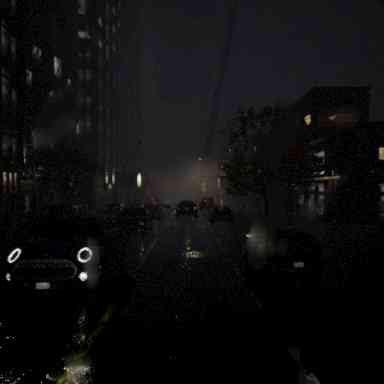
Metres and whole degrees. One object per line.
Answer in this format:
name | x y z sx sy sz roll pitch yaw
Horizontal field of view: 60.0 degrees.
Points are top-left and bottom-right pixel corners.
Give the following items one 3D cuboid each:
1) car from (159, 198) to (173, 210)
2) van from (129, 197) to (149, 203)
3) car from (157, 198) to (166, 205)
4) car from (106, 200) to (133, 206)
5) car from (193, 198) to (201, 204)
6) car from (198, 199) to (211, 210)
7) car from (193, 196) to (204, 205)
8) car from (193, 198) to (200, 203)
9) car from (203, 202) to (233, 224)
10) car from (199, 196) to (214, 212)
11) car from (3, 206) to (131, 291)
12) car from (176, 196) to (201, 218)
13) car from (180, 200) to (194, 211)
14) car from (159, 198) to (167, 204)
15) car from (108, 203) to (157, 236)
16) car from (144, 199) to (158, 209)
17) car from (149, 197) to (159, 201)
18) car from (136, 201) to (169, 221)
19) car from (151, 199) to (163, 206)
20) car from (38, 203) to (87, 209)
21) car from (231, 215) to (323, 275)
car | -3.871 1.934 50.048 2.033 1.411 5.357 0 0 -1
van | -6.362 1.646 38.072 1.690 1.788 3.998 -1 0 -1
car | -7.049 2.111 76.638 1.752 1.417 4.829 -1 0 -1
car | -6.161 1.659 26.276 1.967 1.590 4.097 -1 0 -1
car | 1.229 2.156 82.479 1.947 1.339 4.313 -1 0 -1
car | 1.820 1.875 49.449 1.752 1.417 4.829 -1 0 -1
car | 1.422 1.825 71.415 2.192 1.841 5.009 -1 0 -1
car | 1.130 2.212 88.013 1.802 1.307 4.206 -1 0 -1
car | 2.244 1.733 26.409 2.008 1.369 4.403 -1 0 -1
car | 1.917 1.623 43.747 2.192 1.841 5.009 -1 0 -1
car | -3.242 1.435 9.371 2.097 1.767 4.553 0 0 -1
car | -0.510 1.597 33.409 2.097 1.767 4.553 0 0 -1
car | -0.763 1.866 46.498 1.812 1.442 4.674 0 0 -1
car | -7.148 2.151 82.171 1.752 1.417 4.829 -1 0 -1
car | -3.423 1.637 19.834 1.882 1.535 5.008 0 0 -1
car | -6.653 1.950 54.503 1.752 1.417 4.829 -1 0 -1
car | -6.561 1.701 49.140 2.192 1.841 5.009 -1 0 -1
car | -3.569 1.783 30.240 2.033 1.411 5.357 0 0 0
car | -6.854 2.051 65.740 1.887 1.381 4.507 -1 0 -1
car | -6.055 1.453 15.208 2.192 1.841 5.009 -1 0 -1
car | 2.646 1.615 10.547 2.008 1.369 4.403 -1 0 -1
